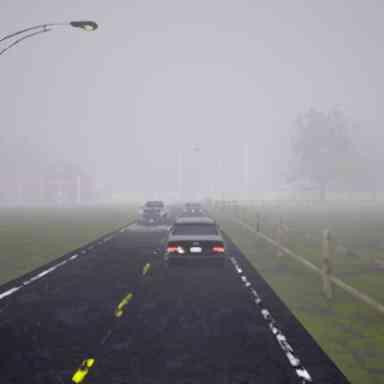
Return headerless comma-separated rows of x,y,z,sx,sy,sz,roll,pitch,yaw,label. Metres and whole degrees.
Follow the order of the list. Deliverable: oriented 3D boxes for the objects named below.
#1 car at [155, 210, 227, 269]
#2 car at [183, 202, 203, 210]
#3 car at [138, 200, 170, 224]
0.094,1.574,11.256,2.033,1.411,5.357,0,0,0,car
0.089,1.644,30.906,2.033,1.411,5.357,0,0,0,car
-2.828,1.427,25.548,2.097,1.767,4.553,0,0,0,car
